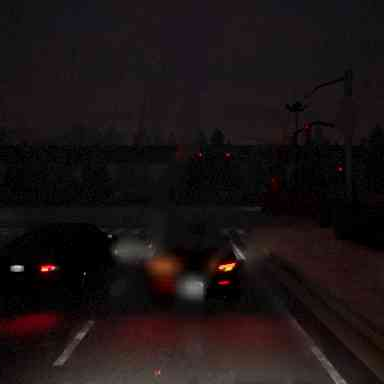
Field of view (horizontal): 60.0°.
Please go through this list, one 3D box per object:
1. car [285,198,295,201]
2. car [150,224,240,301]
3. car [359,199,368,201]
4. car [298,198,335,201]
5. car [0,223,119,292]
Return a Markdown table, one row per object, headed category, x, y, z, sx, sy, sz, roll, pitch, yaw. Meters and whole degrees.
| category | x | y | z | sx | sy | sz | roll | pitch | yaw |
| --- | --- | --- | --- | --- | --- | --- | --- | --- | --- |
| car | 14.117 | 1.526 | 46.834 | 4.674 | 1.442 | 1.812 | 0 | 0 | 2 |
| car | 0.071 | 1.526 | 8.207 | 1.812 | 1.442 | 4.674 | 0 | 0 | 0 |
| car | 23.225 | 1.601 | 46.793 | 4.718 | 1.301 | 1.895 | 0 | 0 | 0 |
| car | 16.916 | 1.491 | 43.320 | 4.902 | 1.511 | 2.128 | 0 | 0 | 0 |
| car | -3.421 | 1.547 | 9.028 | 2.033 | 1.411 | 5.357 | 0 | 0 | 0 |
